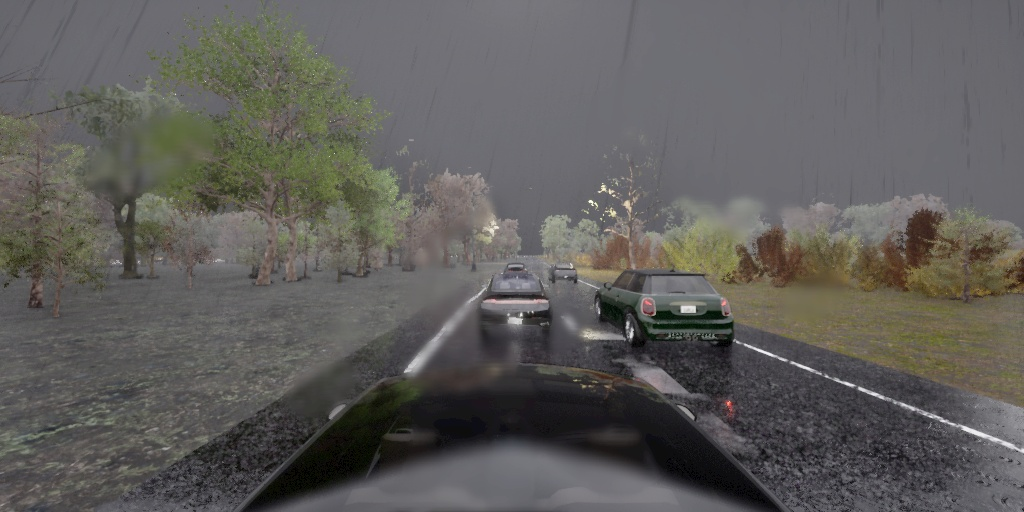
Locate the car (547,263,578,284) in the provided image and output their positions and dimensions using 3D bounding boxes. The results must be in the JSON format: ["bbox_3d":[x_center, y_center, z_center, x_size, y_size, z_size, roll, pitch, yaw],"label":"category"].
[{"bbox_3d":[3.800,1.245,27.349,2.128,1.511,4.902,0,0,1],"label":"car"}]

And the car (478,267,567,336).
[{"bbox_3d":[0.101,1.243,10.413,2.128,1.511,4.902,0,0,0],"label":"car"}]

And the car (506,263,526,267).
[{"bbox_3d":[0.305,1.259,27.619,1.837,1.490,4.892,0,0,1],"label":"car"}]

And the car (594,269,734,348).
[{"bbox_3d":[3.599,1.103,9.389,2.097,1.767,4.553,0,0,1],"label":"car"}]
